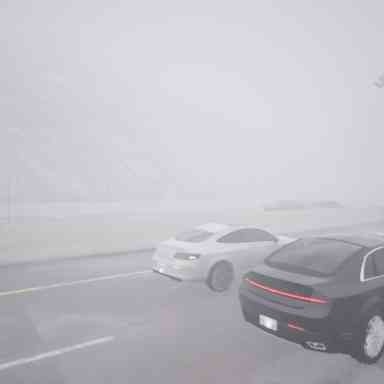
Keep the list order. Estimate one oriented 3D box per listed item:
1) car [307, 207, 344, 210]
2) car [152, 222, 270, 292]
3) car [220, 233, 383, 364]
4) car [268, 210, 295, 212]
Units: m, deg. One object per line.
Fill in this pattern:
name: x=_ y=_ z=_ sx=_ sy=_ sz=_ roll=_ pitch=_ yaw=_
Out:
car: x=12.117 y=1.507 z=30.519 sx=4.892 sy=1.490 sz=1.837 roll=0 pitch=0 yaw=-40
car: x=1.190 y=1.526 z=8.891 sx=4.674 sy=1.442 sz=1.812 roll=0 pitch=0 yaw=-35
car: x=2.998 y=1.505 z=5.882 sx=4.892 sy=1.490 sz=1.837 roll=0 pitch=0 yaw=-35
car: x=8.979 y=1.480 z=32.472 sx=5.008 sy=1.535 sz=1.882 roll=0 pitch=0 yaw=-39
